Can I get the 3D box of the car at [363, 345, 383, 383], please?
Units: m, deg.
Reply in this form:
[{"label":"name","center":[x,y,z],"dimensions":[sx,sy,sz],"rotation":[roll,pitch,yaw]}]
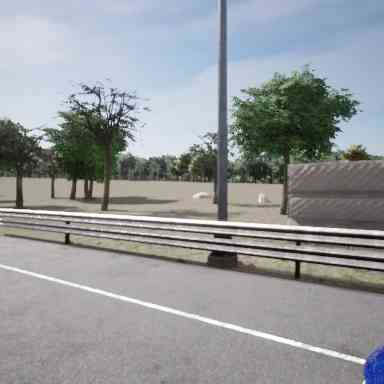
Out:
[{"label":"car","center":[3.396,1.525,1.571],"dimensions":[4.674,1.442,1.812],"rotation":[0,0,35]}]
